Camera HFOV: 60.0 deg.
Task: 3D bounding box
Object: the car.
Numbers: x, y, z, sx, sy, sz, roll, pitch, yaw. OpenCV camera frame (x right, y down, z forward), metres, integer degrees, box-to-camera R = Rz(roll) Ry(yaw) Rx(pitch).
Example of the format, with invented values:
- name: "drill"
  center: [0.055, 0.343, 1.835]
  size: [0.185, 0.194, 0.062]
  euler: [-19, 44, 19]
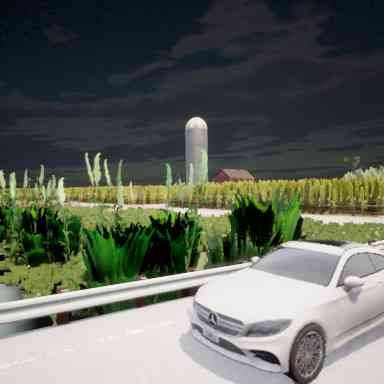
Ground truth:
- name: "car"
  center: [2.109, 1.568, 5.578]
  size: [4.674, 1.442, 1.812]
  euler: [1, -1, -37]
